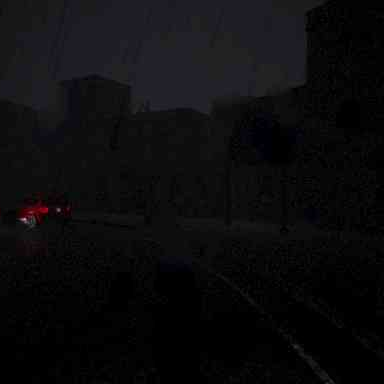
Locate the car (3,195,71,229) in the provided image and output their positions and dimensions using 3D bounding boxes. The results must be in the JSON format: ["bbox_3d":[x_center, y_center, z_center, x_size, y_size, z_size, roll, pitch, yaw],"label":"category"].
[{"bbox_3d":[-10.238,1.229,21.848,5.566,2.045,2.150,-1,1,37],"label":"car"}]
